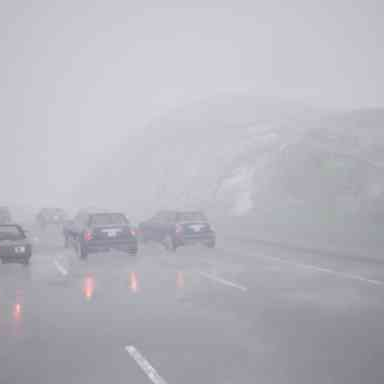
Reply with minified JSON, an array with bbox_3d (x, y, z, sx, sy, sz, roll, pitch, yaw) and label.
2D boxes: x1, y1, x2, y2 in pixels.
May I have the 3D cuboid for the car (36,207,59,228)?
[{"bbox_3d":[-10.399,1.820,24.685,2.033,1.411,5.357,1,-1,-30],"label":"car"}]

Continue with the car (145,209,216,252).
[{"bbox_3d":[-0.844,1.552,15.319,2.097,1.767,4.553,1,-1,-30],"label":"car"}]

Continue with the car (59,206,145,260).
[{"bbox_3d":[-3.856,1.512,13.537,2.097,1.767,4.553,1,-1,-30],"label":"car"}]

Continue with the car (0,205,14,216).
[{"bbox_3d":[-14.512,1.758,24.835,1.837,1.490,4.892,1,-1,-30],"label":"car"}]

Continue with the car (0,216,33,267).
[{"bbox_3d":[-6.629,1.717,11.331,1.895,1.301,4.718,1,-1,-30],"label":"car"}]

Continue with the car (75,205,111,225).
[{"bbox_3d":[-8.559,1.898,28.523,1.994,1.385,4.181,1,-1,-30],"label":"car"}]
